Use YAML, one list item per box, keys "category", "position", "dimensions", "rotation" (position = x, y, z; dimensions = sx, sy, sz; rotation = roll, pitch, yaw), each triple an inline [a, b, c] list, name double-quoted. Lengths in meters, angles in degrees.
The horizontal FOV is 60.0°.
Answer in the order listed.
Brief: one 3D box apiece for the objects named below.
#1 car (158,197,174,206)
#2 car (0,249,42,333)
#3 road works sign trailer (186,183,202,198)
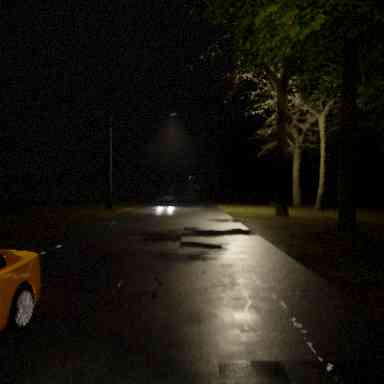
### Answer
- category: "car"
  position: [-3.597, 1.286, 46.309]
  dimensions: [1.895, 1.301, 4.718]
  rotation: [0, 0, 0]
- category: "car"
  position: [-3.600, 1.447, 3.867]
  dimensions: [1.882, 1.535, 5.008]
  rotation: [0, 0, 0]
- category: "road works sign trailer"
  position: [0.863, -0.313, 87.272]
  dimensions: [2.380, 3.560, 2.880]
  rotation: [21, -19, 0]
